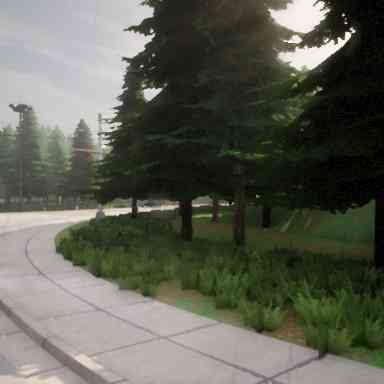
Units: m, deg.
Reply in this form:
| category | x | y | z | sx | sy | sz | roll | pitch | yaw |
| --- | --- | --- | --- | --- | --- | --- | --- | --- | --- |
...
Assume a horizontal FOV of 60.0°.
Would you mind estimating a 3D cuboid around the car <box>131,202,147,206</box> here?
| category | x | y | z | sx | sy | sz | roll | pitch | yaw |
| --- | --- | --- | --- | --- | --- | --- | --- | --- | --- |
| car | -6.248 | 1.462 | 46.083 | 2.128 | 1.511 | 4.902 | 0 | 0 | 39 |
